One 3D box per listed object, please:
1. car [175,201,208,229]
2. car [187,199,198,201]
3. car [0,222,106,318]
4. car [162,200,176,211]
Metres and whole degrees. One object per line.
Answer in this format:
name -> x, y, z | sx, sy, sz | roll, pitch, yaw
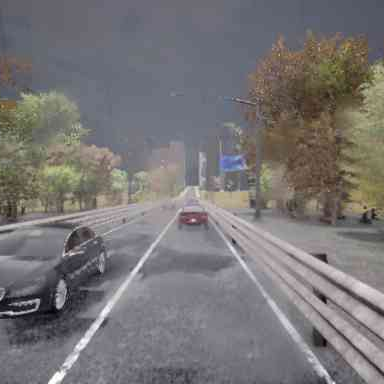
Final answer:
car -> 0.091, 1.597, 22.682 | 1.882, 1.535, 5.008 | 0, -1, 0
car -> 0.086, 1.681, 41.807 | 2.097, 1.767, 4.553 | 0, -1, 0
car -> -3.351, 1.522, 7.682 | 1.837, 1.490, 4.892 | 0, 0, 0
car -> -3.344, 1.933, 48.820 | 1.812, 1.442, 4.674 | 0, -1, 0
